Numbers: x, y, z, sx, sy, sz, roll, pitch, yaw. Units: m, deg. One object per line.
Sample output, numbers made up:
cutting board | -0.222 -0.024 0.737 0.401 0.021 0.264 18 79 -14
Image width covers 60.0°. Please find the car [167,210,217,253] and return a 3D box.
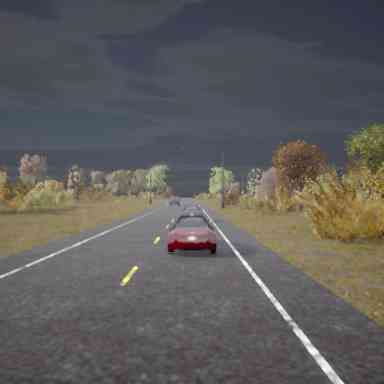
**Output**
car | 0.003 1.705 14.328 1.994 1.385 4.181 0 -1 0

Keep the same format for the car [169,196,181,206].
car | -3.576 1.948 70.988 2.150 2.045 5.566 0 -1 0

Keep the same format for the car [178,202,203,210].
car | -0.001 1.853 29.296 1.994 1.385 4.181 0 -1 0
